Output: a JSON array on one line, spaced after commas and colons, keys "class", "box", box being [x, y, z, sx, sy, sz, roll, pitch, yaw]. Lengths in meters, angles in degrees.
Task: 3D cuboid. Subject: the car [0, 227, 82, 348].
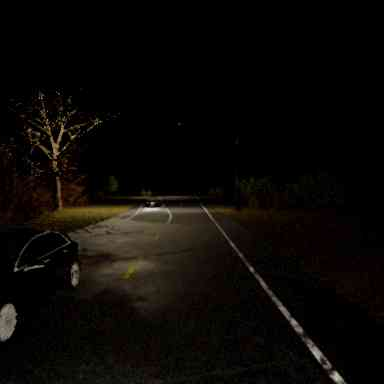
[{"class": "car", "box": [-3.608, 1.511, 6.328, 1.837, 1.490, 4.892, 0, 0, 0]}]

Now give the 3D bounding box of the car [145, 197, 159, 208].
[{"class": "car", "box": [-5.808, 1.489, 48.911, 2.128, 1.511, 4.902, 0, 0, -7]}]
